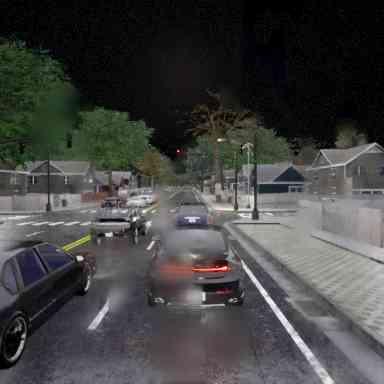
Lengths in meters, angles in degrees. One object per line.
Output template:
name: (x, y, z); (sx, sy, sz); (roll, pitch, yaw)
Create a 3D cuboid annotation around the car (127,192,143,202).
car: (-10.169, 0.844, 59.479); (2.097, 1.767, 4.553); (0, 1, 0)

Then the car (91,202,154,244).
car: (-3.236, 1.440, 15.378); (2.128, 1.511, 4.902); (0, 0, 0)

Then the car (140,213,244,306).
car: (0.062, 1.489, 7.969); (1.837, 1.490, 4.892); (0, 0, 0)

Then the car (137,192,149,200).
car: (-10.152, 0.831, 69.151); (1.994, 1.385, 4.181); (0, 1, 0)

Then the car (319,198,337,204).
car: (12.416, 1.268, 30.835); (4.674, 1.442, 1.812); (0, 1, -3)

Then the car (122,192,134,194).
car: (-10.131, 0.982, 50.778); (2.097, 1.767, 4.553); (0, 1, 0)

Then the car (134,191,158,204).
car: (-6.882, 0.853, 50.689); (2.150, 2.045, 5.566); (0, 1, 0)

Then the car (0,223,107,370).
car: (-3.173, 1.539, 5.624); (2.033, 1.411, 5.357); (0, 0, 0)

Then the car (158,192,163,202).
car: (-6.920, 0.822, 60.578); (2.097, 1.767, 4.553); (0, 1, 0)

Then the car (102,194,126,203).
car: (-10.089, 1.282, 42.090); (1.994, 1.385, 4.181); (0, 1, 0)

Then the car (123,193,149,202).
car: (-6.824, 1.254, 41.012); (1.812, 1.442, 4.674); (0, 1, 0)

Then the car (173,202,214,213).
car: (0.072, 1.290, 17.035); (2.097, 1.767, 4.553); (0, 0, 2)
